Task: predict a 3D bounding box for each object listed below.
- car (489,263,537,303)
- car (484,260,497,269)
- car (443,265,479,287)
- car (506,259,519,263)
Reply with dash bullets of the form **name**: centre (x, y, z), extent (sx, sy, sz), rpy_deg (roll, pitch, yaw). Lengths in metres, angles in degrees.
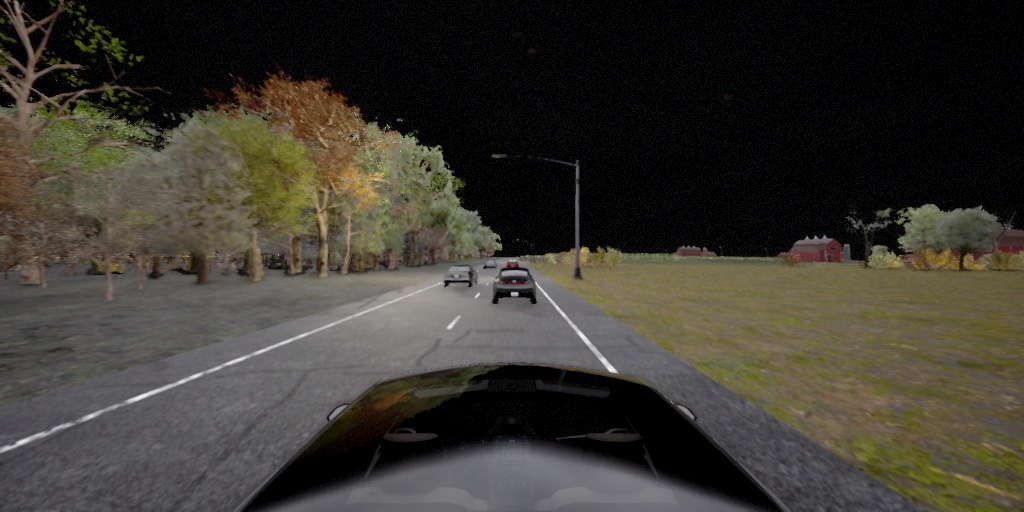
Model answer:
- **car**: centre (0.103, 1.259, 16.681), extent (1.837, 1.490, 4.892), rpy_deg (0, 0, 0)
- **car**: centre (-3.394, 1.308, 57.213), extent (1.994, 1.385, 4.181), rpy_deg (0, 0, 0)
- **car**: centre (-3.394, 1.300, 24.446), extent (2.033, 1.411, 5.357), rpy_deg (0, 0, 0)
- **car**: centre (0.105, 1.224, 54.863), extent (1.882, 1.535, 5.008), rpy_deg (0, 0, 0)
